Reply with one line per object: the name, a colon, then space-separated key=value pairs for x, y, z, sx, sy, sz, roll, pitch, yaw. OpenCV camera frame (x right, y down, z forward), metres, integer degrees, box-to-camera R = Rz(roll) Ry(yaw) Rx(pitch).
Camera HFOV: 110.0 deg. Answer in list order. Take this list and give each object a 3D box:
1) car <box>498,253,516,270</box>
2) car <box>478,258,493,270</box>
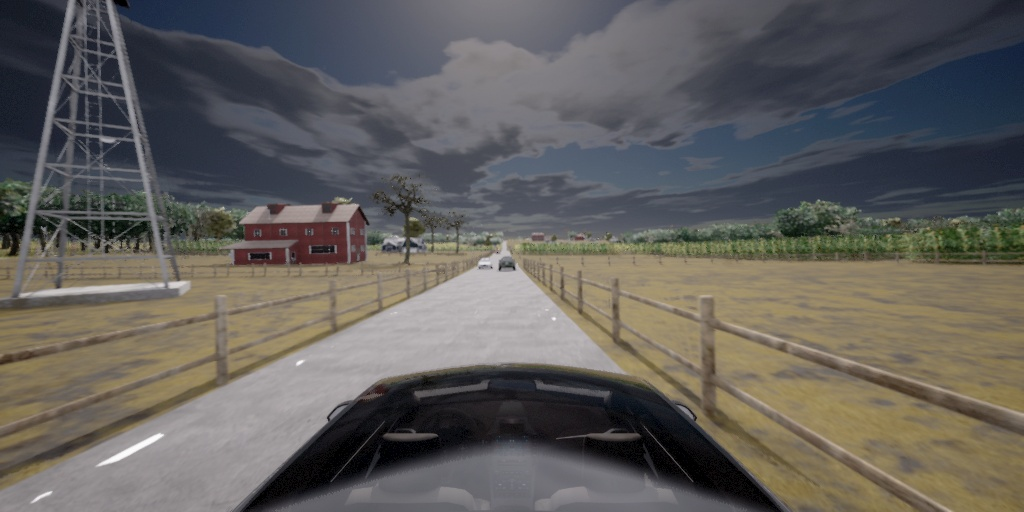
car: x=-0.641 y=0.830 z=46.041 sx=2.097 sy=1.767 sz=4.553 roll=-1 pitch=1 yaw=-1
car: x=-3.607 y=1.039 z=48.906 sx=1.812 sy=1.442 sz=4.674 roll=-1 pitch=1 yaw=-1
